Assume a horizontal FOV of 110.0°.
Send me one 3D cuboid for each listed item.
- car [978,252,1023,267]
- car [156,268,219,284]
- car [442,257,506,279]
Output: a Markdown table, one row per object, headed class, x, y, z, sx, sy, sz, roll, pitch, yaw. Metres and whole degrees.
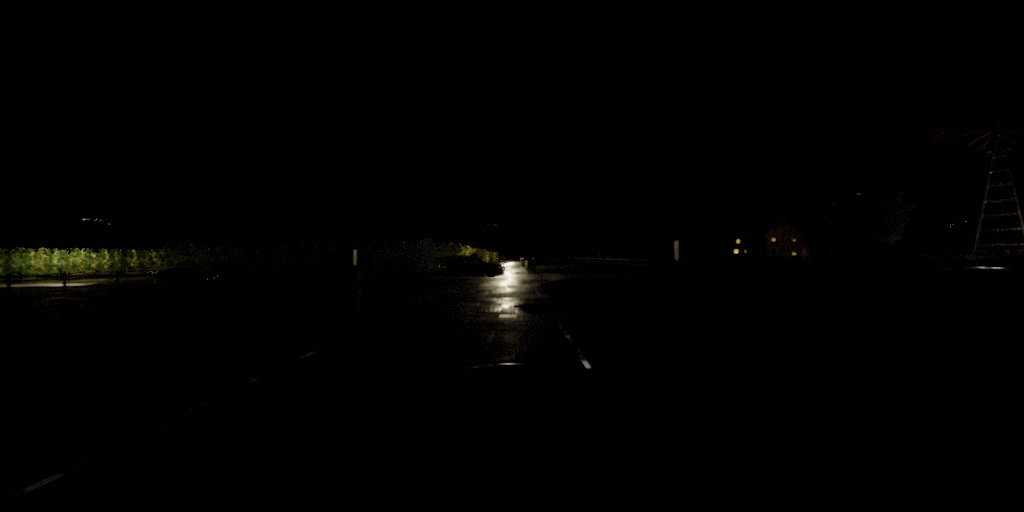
| class | x | y | z | sx | sy | sz | roll | pitch | yaw |
| --- | --- | --- | --- | --- | --- | --- | --- | --- | --- |
| car | 49.160 | 0.338 | 35.012 | 5.357 | 1.411 | 2.033 | -1 | -1 | 0 |
| car | -29.744 | 1.827 | 32.922 | 4.892 | 1.490 | 1.837 | -1 | -1 | 0 |
| car | -3.577 | 1.081 | 32.707 | 5.566 | 2.045 | 2.150 | -1 | -1 | 0 |
